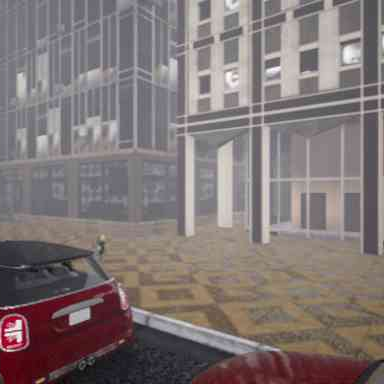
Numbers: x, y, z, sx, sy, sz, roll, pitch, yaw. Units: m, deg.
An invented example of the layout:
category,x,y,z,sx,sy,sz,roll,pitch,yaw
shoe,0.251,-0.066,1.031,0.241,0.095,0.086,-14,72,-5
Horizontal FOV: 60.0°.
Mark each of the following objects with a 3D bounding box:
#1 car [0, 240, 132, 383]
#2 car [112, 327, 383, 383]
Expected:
category,x,y,z,sx,sy,sz,roll,pitch,yaw
car,-2.854,1.438,4.912,4.097,1.590,1.967,0,0,36
car,1.742,1.582,1.631,4.206,1.307,1.802,0,0,36
